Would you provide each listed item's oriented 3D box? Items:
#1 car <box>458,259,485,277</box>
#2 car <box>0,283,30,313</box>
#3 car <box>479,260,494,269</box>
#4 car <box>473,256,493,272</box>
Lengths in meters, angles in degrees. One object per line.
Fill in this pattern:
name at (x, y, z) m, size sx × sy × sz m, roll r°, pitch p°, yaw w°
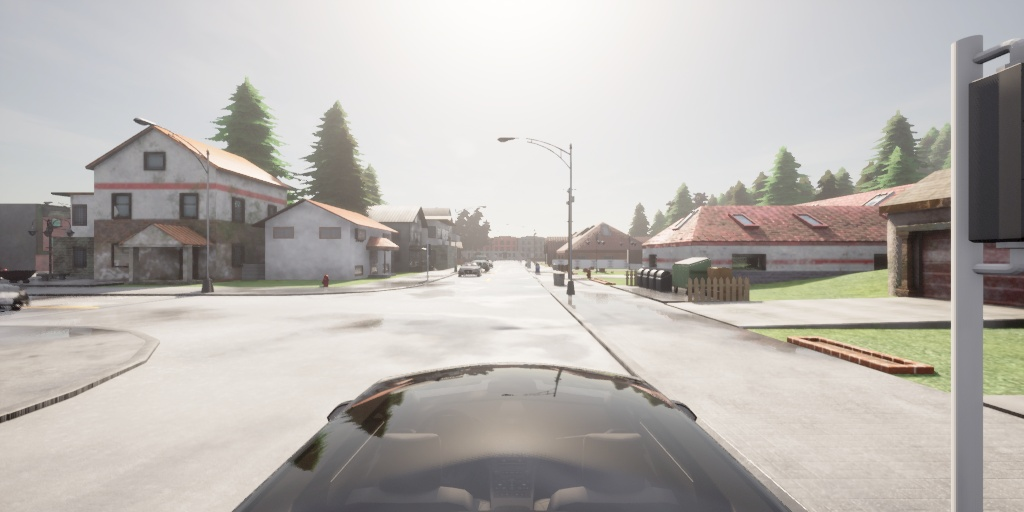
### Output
car at (-4.089, 1.314, 35.454) m, size 1.994 × 1.385 × 4.181 m, roll 0°, pitch 0°, yaw 0°
car at (-19.105, 1.242, 11.796) m, size 4.902 × 1.511 × 2.128 m, roll 0°, pitch 0°, yaw 0°
car at (-4.048, 1.313, 57.796) m, size 1.994 × 1.385 × 4.181 m, roll 0°, pitch 0°, yaw 0°
car at (-4.081, 0.970, 46.142) m, size 2.150 × 2.045 × 5.566 m, roll 0°, pitch 0°, yaw 0°
